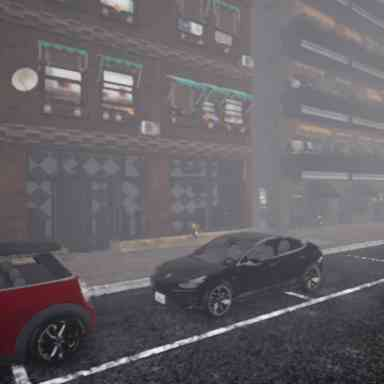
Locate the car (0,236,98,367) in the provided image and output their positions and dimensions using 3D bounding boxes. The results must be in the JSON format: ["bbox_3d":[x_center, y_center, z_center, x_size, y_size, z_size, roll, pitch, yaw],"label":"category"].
[{"bbox_3d":[-3.425,1.438,4.130,4.097,1.590,1.967,0,-1,-35],"label":"car"}]

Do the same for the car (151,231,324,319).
[{"bbox_3d":[1.186,1.592,7.417,4.313,1.339,1.947,0,-1,-35],"label":"car"}]
